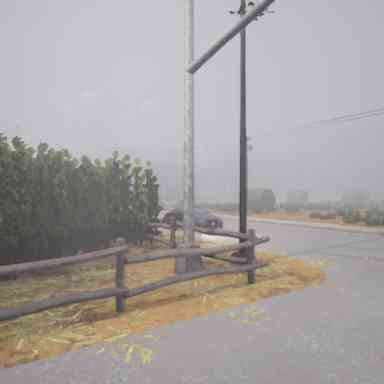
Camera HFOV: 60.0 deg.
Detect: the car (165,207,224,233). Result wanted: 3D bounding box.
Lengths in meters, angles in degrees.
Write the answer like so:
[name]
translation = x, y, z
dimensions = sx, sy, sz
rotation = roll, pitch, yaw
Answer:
[car]
translation = 0.001, 1.566, 19.833
dimensions = 1.994, 1.385, 4.181
rotation = 0, 0, -35
